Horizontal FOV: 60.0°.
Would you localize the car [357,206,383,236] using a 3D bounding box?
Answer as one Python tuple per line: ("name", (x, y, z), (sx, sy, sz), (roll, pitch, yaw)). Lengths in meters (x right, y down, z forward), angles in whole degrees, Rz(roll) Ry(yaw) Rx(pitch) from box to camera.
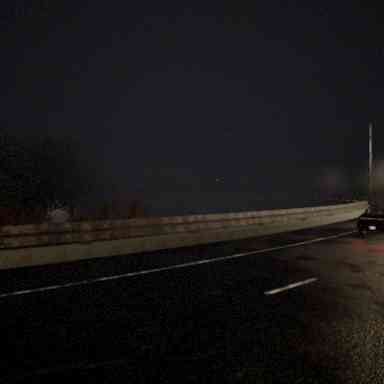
("car", (10.502, 1.527, 17.977), (2.128, 1.511, 4.902), (0, 0, 44))
